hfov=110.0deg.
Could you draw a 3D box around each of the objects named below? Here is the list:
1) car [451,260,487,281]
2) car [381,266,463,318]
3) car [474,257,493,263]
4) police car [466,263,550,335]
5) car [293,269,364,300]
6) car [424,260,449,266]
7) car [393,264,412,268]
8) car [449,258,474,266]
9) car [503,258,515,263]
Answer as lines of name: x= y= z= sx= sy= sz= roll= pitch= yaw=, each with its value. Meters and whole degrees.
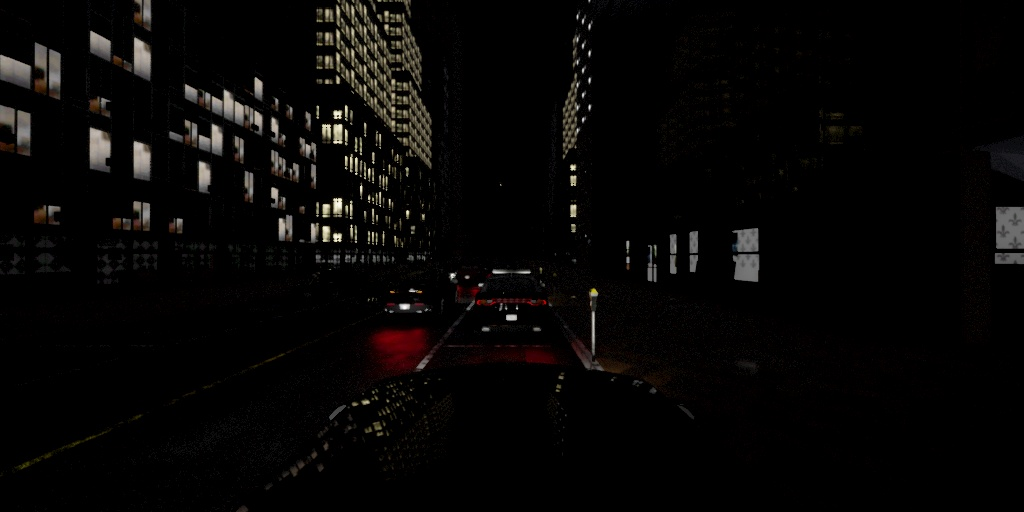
car: x=-3.069 y=1.269 z=26.910 sx=1.812 sy=1.442 sz=4.674 roll=0 pitch=0 yaw=0
car: x=-3.145 y=1.252 z=12.937 sx=1.837 sy=1.490 sz=4.892 roll=0 pitch=-1 yaw=0
car: x=-3.059 y=1.225 z=43.926 sx=2.128 sy=1.511 sz=4.902 roll=0 pitch=0 yaw=0
police car: x=-0.012 y=1.174 z=10.609 sx=1.930 sy=1.638 sz=5.238 roll=0 pitch=0 yaw=0
car: x=-8.836 y=1.313 z=17.650 sx=1.948 sy=1.339 sz=4.313 roll=0 pitch=0 yaw=0
car: x=-8.836 y=1.286 z=40.419 sx=2.007 sy=1.370 sz=4.403 roll=0 pitch=0 yaw=0
car: x=-8.835 y=1.325 z=29.033 sx=1.802 sy=1.307 sz=4.207 roll=0 pitch=0 yaw=0
car: x=-6.213 y=1.282 z=43.137 sx=2.033 sy=1.411 sz=5.357 roll=0 pitch=0 yaw=0
car: x=-0.455 y=1.298 z=46.099 sx=1.948 sy=1.339 sz=4.313 roll=0 pitch=0 yaw=0
